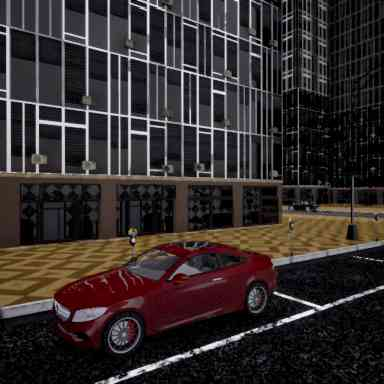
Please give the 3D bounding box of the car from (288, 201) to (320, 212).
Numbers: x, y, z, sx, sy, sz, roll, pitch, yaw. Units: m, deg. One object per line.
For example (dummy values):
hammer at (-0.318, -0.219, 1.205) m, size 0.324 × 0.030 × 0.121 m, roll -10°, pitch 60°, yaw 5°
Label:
car at (15.143, 1.899, 45.275) m, size 2.008 × 1.369 × 4.403 m, roll -1°, pitch 0°, yaw -36°

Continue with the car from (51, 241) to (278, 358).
car at (-0.237, 1.582, 5.932) m, size 4.206 × 1.307 × 1.802 m, roll 0°, pitch 0°, yaw -36°
